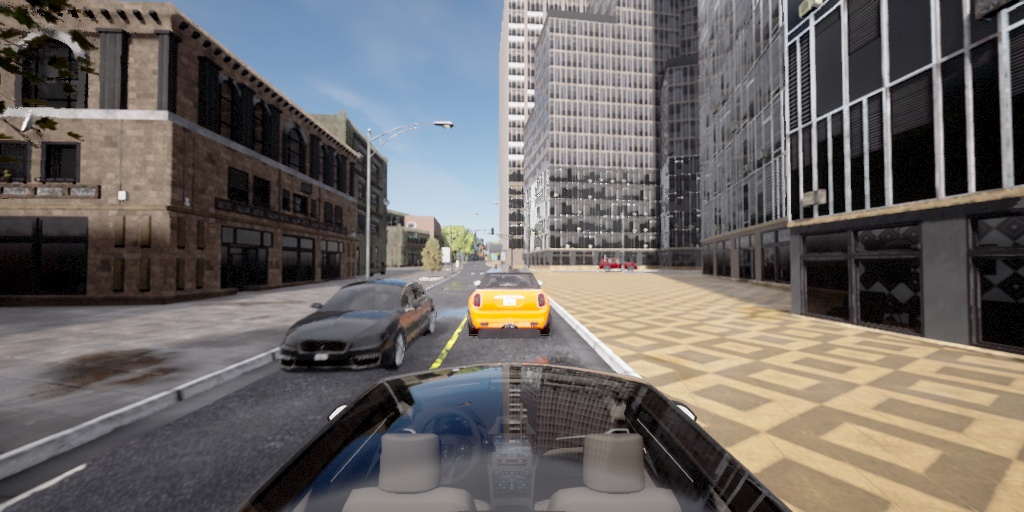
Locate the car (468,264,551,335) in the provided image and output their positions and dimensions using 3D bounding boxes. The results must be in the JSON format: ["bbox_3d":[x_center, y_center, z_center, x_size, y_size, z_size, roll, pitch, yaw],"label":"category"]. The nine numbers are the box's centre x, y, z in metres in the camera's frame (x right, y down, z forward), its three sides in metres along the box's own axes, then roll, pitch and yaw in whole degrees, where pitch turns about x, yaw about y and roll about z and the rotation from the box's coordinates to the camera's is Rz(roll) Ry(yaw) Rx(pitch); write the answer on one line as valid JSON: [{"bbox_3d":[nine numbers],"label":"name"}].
[{"bbox_3d":[-0.096,1.158,10.835,2.097,1.767,4.553,0,0,-1],"label":"car"}]

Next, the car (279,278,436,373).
[{"bbox_3d":[-2.931,1.293,7.863,1.837,1.490,4.892,0,0,-1],"label":"car"}]

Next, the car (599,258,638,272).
[{"bbox_3d":[14.204,1.228,48.085,5.009,1.841,2.192,0,0,16],"label":"car"}]

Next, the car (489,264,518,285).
[{"bbox_3d":[-0.746,1.411,28.714,2.128,1.511,4.902,0,0,-3],"label":"car"}]
